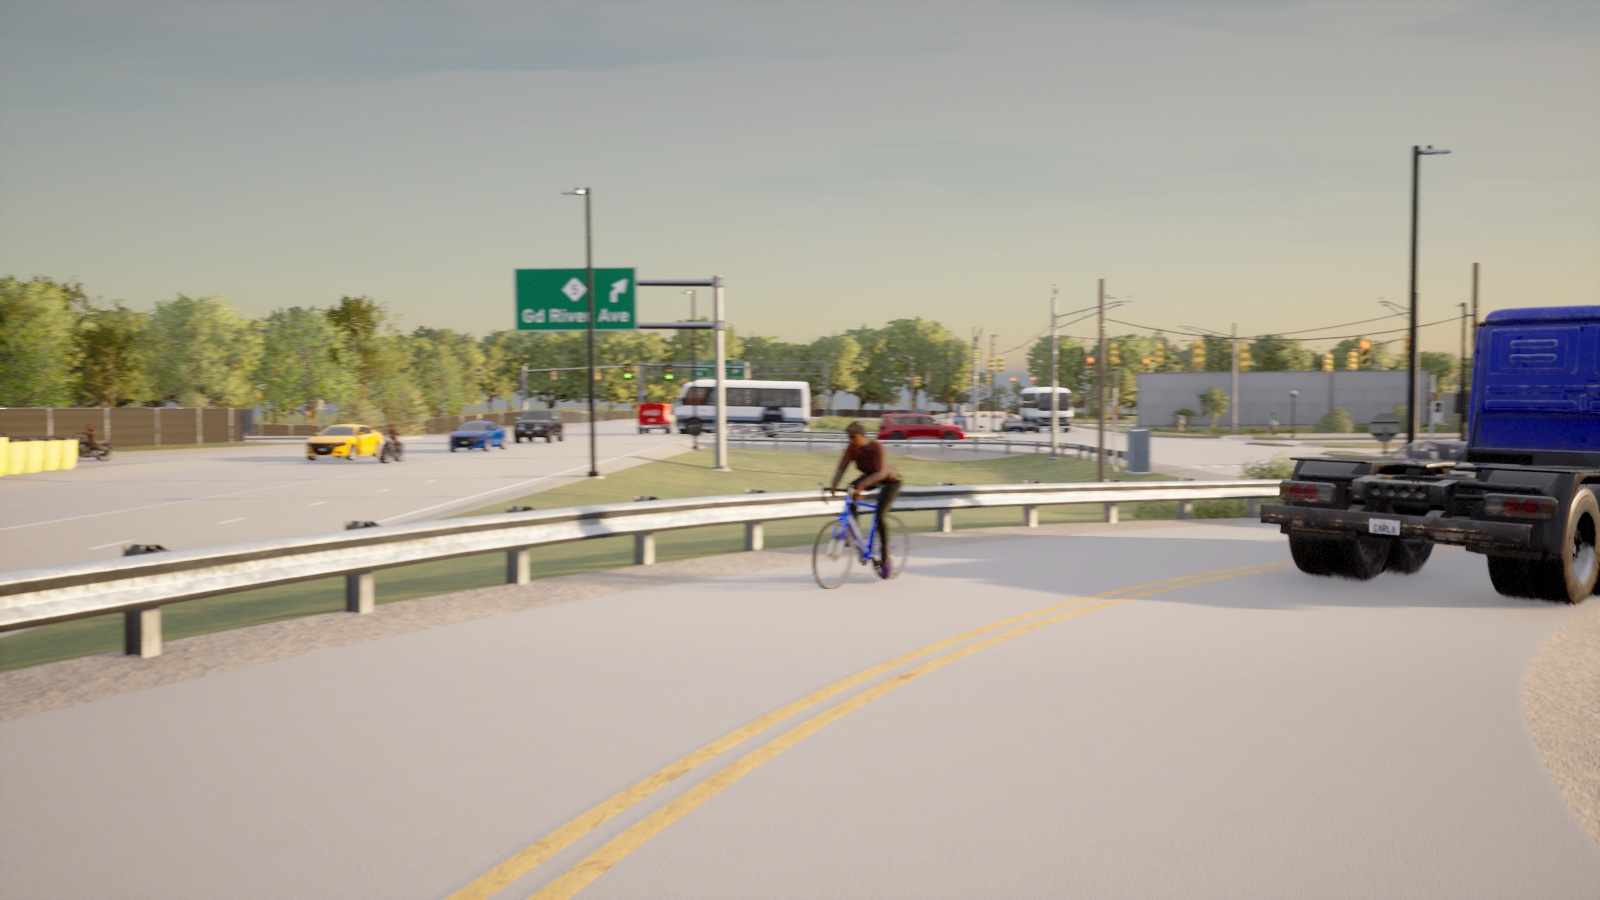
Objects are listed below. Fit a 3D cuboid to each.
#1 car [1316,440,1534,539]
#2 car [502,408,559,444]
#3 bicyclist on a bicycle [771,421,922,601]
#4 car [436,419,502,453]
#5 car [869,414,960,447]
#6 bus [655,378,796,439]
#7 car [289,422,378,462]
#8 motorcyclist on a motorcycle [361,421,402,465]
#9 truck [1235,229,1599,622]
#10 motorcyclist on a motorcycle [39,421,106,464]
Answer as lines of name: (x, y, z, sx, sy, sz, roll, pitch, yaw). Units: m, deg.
car: (10.841, 0.633, 21.717, 3.633, 1.501, 1.845, 1, 2, -36)
car: (-16.142, -1.473, 75.590, 2.150, 2.045, 5.566, 0, 2, 1)
bicyclist on a bicycle: (0.477, 0.542, 12.198, 0.582, 1.620, 1.656, 3, 2, 37)
car: (-16.305, -0.717, 62.084, 1.882, 1.535, 5.008, 0, 2, 1)
car: (7.156, -1.234, 79.006, 5.566, 2.045, 2.150, 0, 2, 2)
bus: (-5.496, -3.104, 94.030, 10.273, 4.253, 3.944, 1, 2, -1)
car: (-19.907, -0.386, 53.864, 1.882, 1.535, 5.008, 0, 2, 1)
motorcyclist on a motorcycle: (-16.460, -0.277, 49.495, 0.766, 1.649, 2.350, 0, 2, 1)
truck: (8.567, -0.236, 14.806, 7.936, 3.462, 2.891, 1, 2, -42)
motorcyclist on a motorcycle: (-29.133, -0.319, 50.309, 0.766, 1.649, 2.350, 1, 2, 20)
